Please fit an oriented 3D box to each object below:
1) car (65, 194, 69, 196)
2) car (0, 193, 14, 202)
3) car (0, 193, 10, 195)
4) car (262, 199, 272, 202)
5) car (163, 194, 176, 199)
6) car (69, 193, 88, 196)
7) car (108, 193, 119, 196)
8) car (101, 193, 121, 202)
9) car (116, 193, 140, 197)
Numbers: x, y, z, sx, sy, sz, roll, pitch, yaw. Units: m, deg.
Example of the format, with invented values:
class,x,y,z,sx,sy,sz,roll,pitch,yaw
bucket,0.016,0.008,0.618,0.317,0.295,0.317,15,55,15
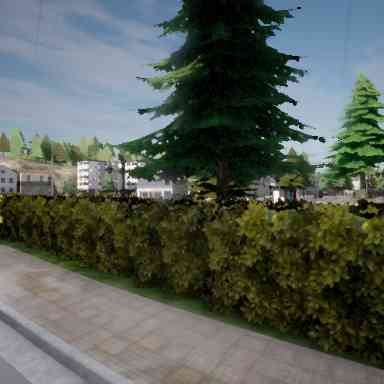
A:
class,x,y,z,sx,sy,sz,roll,pitch,yaw
car,-31.208,1.231,85.629,3.806,1.475,1.970,0,0,-45
car,-41.101,1.096,71.348,4.605,1.855,1.932,0,0,-45
car,-23.122,1.330,40.952,5.027,1.636,2.152,0,0,-45
car,9.908,1.477,44.353,5.008,1.535,1.882,0,0,-45
car,-2.229,1.221,37.447,5.566,2.045,2.150,0,0,-45
car,-26.486,1.153,81.271,5.027,1.636,2.152,0,0,-45
car,-15.205,1.097,70.344,4.605,1.855,1.932,0,0,-45
car,-17.533,1.076,72.131,3.866,1.878,1.905,0,0,-45
car,-9.685,1.384,53.909,3.806,1.475,1.970,0,0,-45
